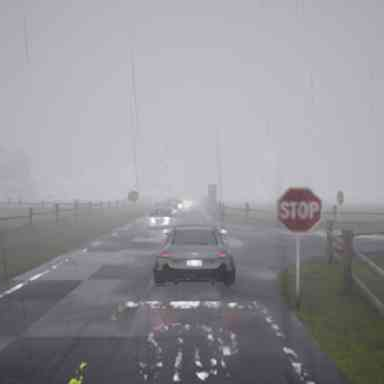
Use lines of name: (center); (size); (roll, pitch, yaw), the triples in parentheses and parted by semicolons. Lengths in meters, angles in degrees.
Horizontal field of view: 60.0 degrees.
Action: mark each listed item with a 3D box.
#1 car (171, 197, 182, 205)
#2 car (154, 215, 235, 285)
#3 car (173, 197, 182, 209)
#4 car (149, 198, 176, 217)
car: (-2.801, 1.567, 60.940); (1.895, 1.301, 4.718); (0, 0, 1)
car: (0.071, 1.567, 9.480); (1.994, 1.385, 4.181); (0, 0, 0)
car: (-2.855, 1.532, 45.326); (2.033, 1.411, 5.357); (0, 0, 0)
car: (-2.853, 1.558, 31.326); (1.994, 1.385, 4.181); (0, 0, 0)
